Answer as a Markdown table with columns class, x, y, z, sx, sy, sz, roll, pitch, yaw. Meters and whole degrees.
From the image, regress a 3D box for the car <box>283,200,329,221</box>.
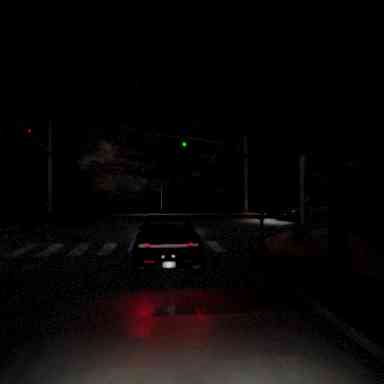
| class | x | y | z | sx | sy | sz | roll | pitch | yaw |
| --- | --- | --- | --- | --- | --- | --- | --- | --- | --- |
| car | 8.959 | 1.327 | 24.141 | 4.674 | 1.442 | 1.812 | 0 | 0 | -7 |

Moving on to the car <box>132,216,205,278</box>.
| class | x | y | z | sx | sy | sz | roll | pitch | yaw |
| --- | --- | --- | --- | --- | --- | --- | --- | --- | --- |
| car | -0.746 | 1.483 | 10.183 | 2.128 | 1.511 | 4.902 | 0 | 0 | -5 |
